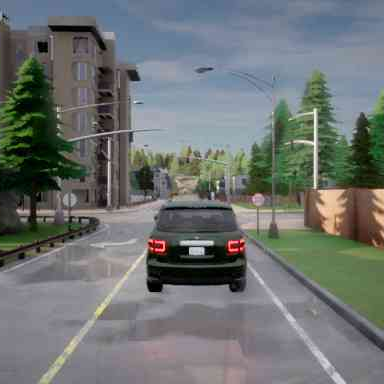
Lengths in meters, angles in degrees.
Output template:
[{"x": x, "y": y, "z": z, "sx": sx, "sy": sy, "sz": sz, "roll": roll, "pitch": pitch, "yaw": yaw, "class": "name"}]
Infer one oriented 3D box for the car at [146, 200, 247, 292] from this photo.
[{"x": 0.095, "y": 1.225, "z": 9.051, "sx": 2.150, "sy": 2.045, "sz": 5.566, "roll": 0, "pitch": 0, "yaw": 0, "class": "car"}]
